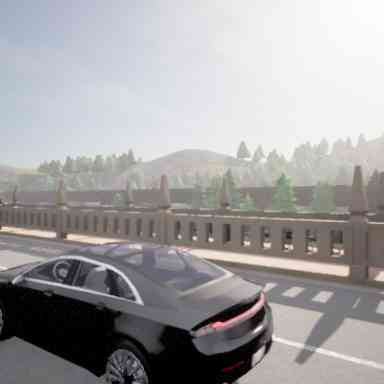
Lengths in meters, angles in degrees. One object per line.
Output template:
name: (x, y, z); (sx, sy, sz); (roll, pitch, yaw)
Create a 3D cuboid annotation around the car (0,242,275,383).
car: (-1.276, 1.511, 4.901); (4.902, 1.511, 2.128); (0, 0, 35)
